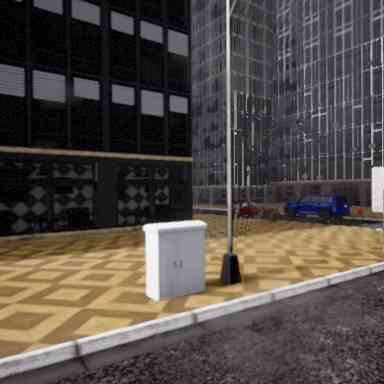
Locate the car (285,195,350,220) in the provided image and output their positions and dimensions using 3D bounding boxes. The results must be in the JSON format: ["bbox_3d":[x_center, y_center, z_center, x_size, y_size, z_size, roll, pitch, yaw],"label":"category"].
[{"bbox_3d":[10.558,1.241,28.455,2.150,2.045,5.566,-1,0,-37],"label":"car"}]

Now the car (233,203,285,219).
[{"bbox_3d":[5.577,1.661,29.783,1.895,1.301,4.718,-1,0,-35],"label":"car"}]
